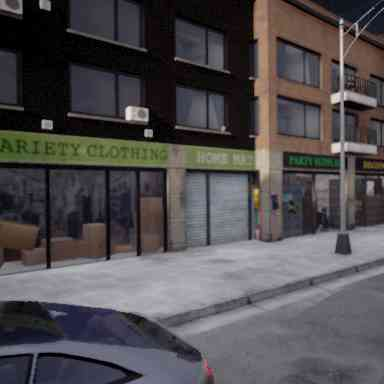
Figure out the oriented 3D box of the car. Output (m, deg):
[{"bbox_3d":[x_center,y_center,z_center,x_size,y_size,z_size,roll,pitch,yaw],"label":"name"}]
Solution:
[{"bbox_3d":[-1.812,1.570,2.085,4.181,1.385,1.994,-1,1,-36],"label":"car"}]
